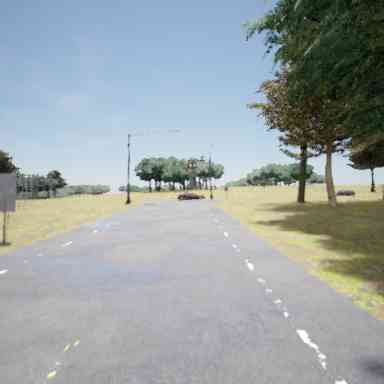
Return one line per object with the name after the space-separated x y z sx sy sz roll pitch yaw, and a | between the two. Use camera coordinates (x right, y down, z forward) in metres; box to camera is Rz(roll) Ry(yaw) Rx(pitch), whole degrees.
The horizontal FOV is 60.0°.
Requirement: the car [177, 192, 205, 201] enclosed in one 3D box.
-0.141 0.844 58.980 5.008 1.535 1.882 0 0 -1 | car

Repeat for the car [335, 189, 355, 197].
29.979 0.254 66.526 4.902 1.511 2.128 -1 -1 -1 | car
